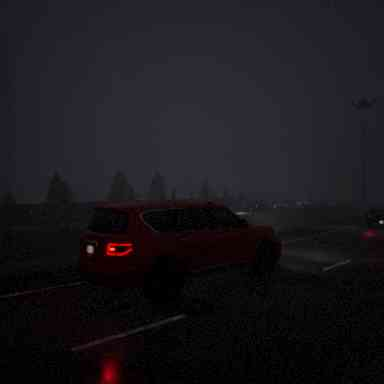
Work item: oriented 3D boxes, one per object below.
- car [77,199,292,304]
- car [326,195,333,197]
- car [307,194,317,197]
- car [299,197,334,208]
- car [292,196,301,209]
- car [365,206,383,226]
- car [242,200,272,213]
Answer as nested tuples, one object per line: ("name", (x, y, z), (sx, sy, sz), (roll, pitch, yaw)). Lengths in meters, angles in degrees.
("car", (-0.034, 1.246, 8.523), (5.566, 2.045, 2.150), (0, 0, -40))
("car", (29.863, 1.463, 72.347), (2.033, 1.411, 5.357), (-1, 0, 21))
("car", (26.914, 1.308, 74.423), (2.097, 1.767, 4.553), (-1, 0, 21))
("car", (13.124, 1.525, 34.684), (2.033, 1.411, 5.357), (-1, 0, 32))
("car", (10.657, 1.531, 37.442), (1.812, 1.442, 4.674), (0, 0, 31))
("car", (13.012, 1.548, 22.162), (1.895, 1.301, 4.718), (-1, 0, 39))
("car", (7.738, 1.636, 39.271), (1.895, 1.301, 4.718), (-1, 0, 31))
